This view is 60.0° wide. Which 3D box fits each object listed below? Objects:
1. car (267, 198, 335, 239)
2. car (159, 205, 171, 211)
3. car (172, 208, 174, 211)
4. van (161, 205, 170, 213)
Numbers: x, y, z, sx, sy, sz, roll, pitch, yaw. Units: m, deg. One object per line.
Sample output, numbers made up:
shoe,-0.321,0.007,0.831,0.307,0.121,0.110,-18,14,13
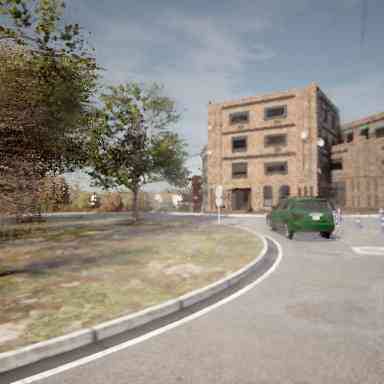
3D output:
car,5.773,1.337,18.292,2.150,2.045,5.566,0,-1,-1
car,-5.971,3.544,67.571,2.002,1.452,4.674,1,-4,-1
car,-6.521,5.061,89.551,2.002,1.452,4.674,0,-4,-1
van,-6.260,4.043,78.667,1.878,1.987,4.442,0,-4,-1
